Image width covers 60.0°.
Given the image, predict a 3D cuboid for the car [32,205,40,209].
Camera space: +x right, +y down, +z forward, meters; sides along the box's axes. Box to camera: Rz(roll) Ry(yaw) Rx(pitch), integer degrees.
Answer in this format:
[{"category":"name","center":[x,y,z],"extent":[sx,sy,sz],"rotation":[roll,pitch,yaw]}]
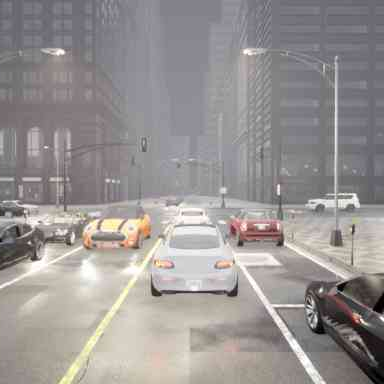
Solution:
[{"category":"car","center":[-17.625,1.581,33.223],"extent":[4.674,1.442,1.812],"rotation":[0,0,3]}]

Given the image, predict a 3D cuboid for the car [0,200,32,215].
[{"category":"car","center":[-17.618,1.548,29.970],"extent":[5.008,1.535,1.882],"rotation":[0,0,-1]}]

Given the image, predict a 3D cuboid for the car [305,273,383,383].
[{"category":"car","center":[2.764,1.566,3.855],"extent":[1.947,1.339,4.313],"rotation":[0,0,0]}]

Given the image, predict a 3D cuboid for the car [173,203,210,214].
[{"category":"car","center":[0.012,1.527,17.566],"extent":[1.812,1.442,4.674],"rotation":[0,0,0]}]

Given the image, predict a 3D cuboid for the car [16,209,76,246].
[{"category":"car","center":[-5.755,1.552,15.130],"extent":[2.008,1.369,4.403],"rotation":[0,0,0]}]

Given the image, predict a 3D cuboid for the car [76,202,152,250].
[{"category":"car","center":[-3.025,1.353,14.306],"extent":[2.097,1.767,4.553],"rotation":[0,0,1]}]

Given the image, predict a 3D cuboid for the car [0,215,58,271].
[{"category":"car","center":[-5.758,1.566,9.493],"extent":[1.947,1.339,4.313],"rotation":[0,0,0]}]

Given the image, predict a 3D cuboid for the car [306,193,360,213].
[{"category":"car","center":[15.514,1.178,36.729],"extent":[5.566,2.045,2.150],"rotation":[0,0,0]}]

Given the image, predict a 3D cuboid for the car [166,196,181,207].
[{"category":"car","center":[-3.013,1.546,51.418],"extent":[1.812,1.442,4.674],"rotation":[0,0,0]}]

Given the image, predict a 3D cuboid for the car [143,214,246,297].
[{"category":"car","center":[0.068,1.526,8.464],"extent":[1.812,1.442,4.674],"rotation":[0,0,1]}]

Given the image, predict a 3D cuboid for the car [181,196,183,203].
[{"category":"car","center":[-3.032,1.535,60.592],"extent":[1.837,1.490,4.892],"rotation":[0,0,0]}]

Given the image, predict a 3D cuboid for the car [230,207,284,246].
[{"category":"car","center":[2.769,1.441,15.127],"extent":[1.967,1.590,4.097],"rotation":[0,0,0]}]

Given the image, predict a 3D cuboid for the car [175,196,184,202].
[{"category":"car","center":[-3.033,1.611,80.333],"extent":[1.994,1.385,4.181],"rotation":[0,0,0]}]
